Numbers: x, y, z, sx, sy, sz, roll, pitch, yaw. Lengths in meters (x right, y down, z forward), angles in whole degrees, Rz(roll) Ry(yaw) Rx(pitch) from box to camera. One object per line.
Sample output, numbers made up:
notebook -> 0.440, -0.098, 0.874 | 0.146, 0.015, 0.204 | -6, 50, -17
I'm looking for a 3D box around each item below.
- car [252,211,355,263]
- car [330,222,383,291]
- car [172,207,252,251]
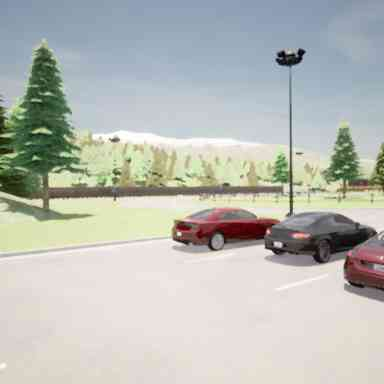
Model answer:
car -> 4.453, 1.374, 11.269 | 4.674, 1.442, 1.812 | -1, 1, -35
car -> 5.382, 1.433, 7.648 | 4.181, 1.385, 1.994 | -1, 1, -34
car -> 1.560, 1.342, 13.513 | 5.008, 1.535, 1.882 | -1, 1, -35
